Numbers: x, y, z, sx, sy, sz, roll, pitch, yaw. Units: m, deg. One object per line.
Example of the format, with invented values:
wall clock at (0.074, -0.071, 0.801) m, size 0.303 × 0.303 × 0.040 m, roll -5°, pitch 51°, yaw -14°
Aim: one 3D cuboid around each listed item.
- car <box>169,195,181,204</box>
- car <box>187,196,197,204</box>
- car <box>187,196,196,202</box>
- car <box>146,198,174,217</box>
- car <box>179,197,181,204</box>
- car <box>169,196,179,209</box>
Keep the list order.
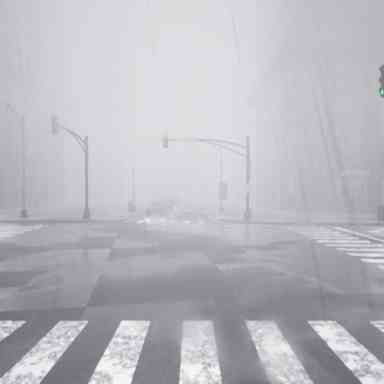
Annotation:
car at (-3.069, 1.438, 61.938) m, size 1.882 × 1.535 × 5.008 m, roll 0°, pitch 0°, yaw 1°
car at (-0.022, 1.486, 62.620) m, size 1.812 × 1.442 × 4.674 m, roll 0°, pitch 0°, yaw 0°
car at (-0.016, 1.513, 72.651) m, size 1.895 × 1.301 × 4.718 m, roll 0°, pitch 0°, yaw 0°
car at (-3.123, 1.526, 31.290) m, size 2.033 × 1.411 × 5.357 m, roll 0°, pitch 0°, yaw 0°
car at (-3.115, 1.530, 51.446) m, size 1.994 × 1.385 × 4.181 m, roll 0°, pitch 0°, yaw 1°
car at (-3.128, 1.520, 41.363) m, size 2.033 × 1.411 × 5.357 m, roll 0°, pitch 0°, yaw 0°
